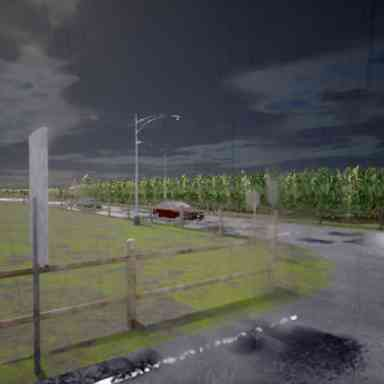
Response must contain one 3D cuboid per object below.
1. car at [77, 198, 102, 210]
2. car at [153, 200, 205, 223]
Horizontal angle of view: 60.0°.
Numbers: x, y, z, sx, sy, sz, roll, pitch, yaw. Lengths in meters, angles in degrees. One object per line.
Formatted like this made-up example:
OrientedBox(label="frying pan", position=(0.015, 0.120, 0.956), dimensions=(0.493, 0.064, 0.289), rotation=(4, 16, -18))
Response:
OrientedBox(label="car", position=(-12.565, 1.428, 40.595), dimensions=(1.994, 1.385, 4.181), rotation=(-1, 1, -36))
OrientedBox(label="car", position=(-1.056, 1.412, 25.025), dimensions=(1.882, 1.535, 5.008), rotation=(-1, 1, -37))
